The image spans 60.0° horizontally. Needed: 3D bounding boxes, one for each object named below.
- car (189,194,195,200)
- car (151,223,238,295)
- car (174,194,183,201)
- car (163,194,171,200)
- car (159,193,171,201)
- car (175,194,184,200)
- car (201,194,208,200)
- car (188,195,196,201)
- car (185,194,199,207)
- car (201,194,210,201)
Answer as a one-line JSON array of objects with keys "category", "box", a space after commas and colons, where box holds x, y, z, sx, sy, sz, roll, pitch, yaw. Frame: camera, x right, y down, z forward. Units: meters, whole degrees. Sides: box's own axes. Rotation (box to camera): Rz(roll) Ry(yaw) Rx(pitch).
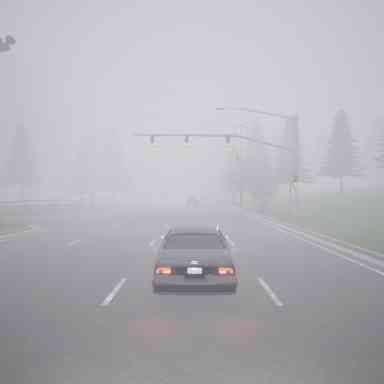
[{"category": "car", "box": [0.019, 1.310, 93.954, 1.882, 1.535, 5.008, 0, 0, 0]}, {"category": "car", "box": [0.068, 1.547, 8.852, 2.033, 1.411, 5.357, 0, 0, 0]}, {"category": "car", "box": [-3.483, 1.517, 83.951, 1.812, 1.442, 4.674, 0, 0, 0]}, {"category": "car", "box": [-6.981, 1.385, 93.955, 1.994, 1.385, 4.181, 0, 0, 0]}, {"category": "car", "box": [-6.983, 1.217, 83.565, 2.150, 2.045, 5.566, 0, 0, 0]}, {"category": "car", "box": [-3.481, 1.357, 93.955, 2.128, 1.511, 4.902, 0, 0, 0]}, {"category": "car", "box": [3.519, 1.310, 93.953, 1.882, 1.535, 5.008, 0, 0, 0]}, {"category": "car", "box": [0.017, 1.531, 83.534, 2.033, 1.411, 5.357, 0, 0, 0]}, {"category": "car", "box": [0.009, 1.352, 52.891, 2.097, 1.767, 4.553, 0, 0, 0]}, {"category": "car", "box": [3.517, 1.492, 83.533, 1.837, 1.490, 4.892, 0, 0, 0]}]
